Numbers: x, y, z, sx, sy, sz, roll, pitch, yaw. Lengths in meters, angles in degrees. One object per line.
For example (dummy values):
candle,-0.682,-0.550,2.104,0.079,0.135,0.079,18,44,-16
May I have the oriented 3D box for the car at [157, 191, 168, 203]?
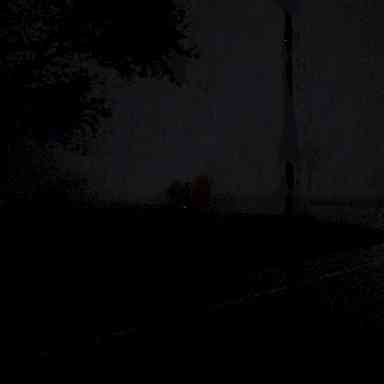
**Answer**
car,-2.815,0.643,44.650,2.097,1.767,4.553,-2,2,-35
